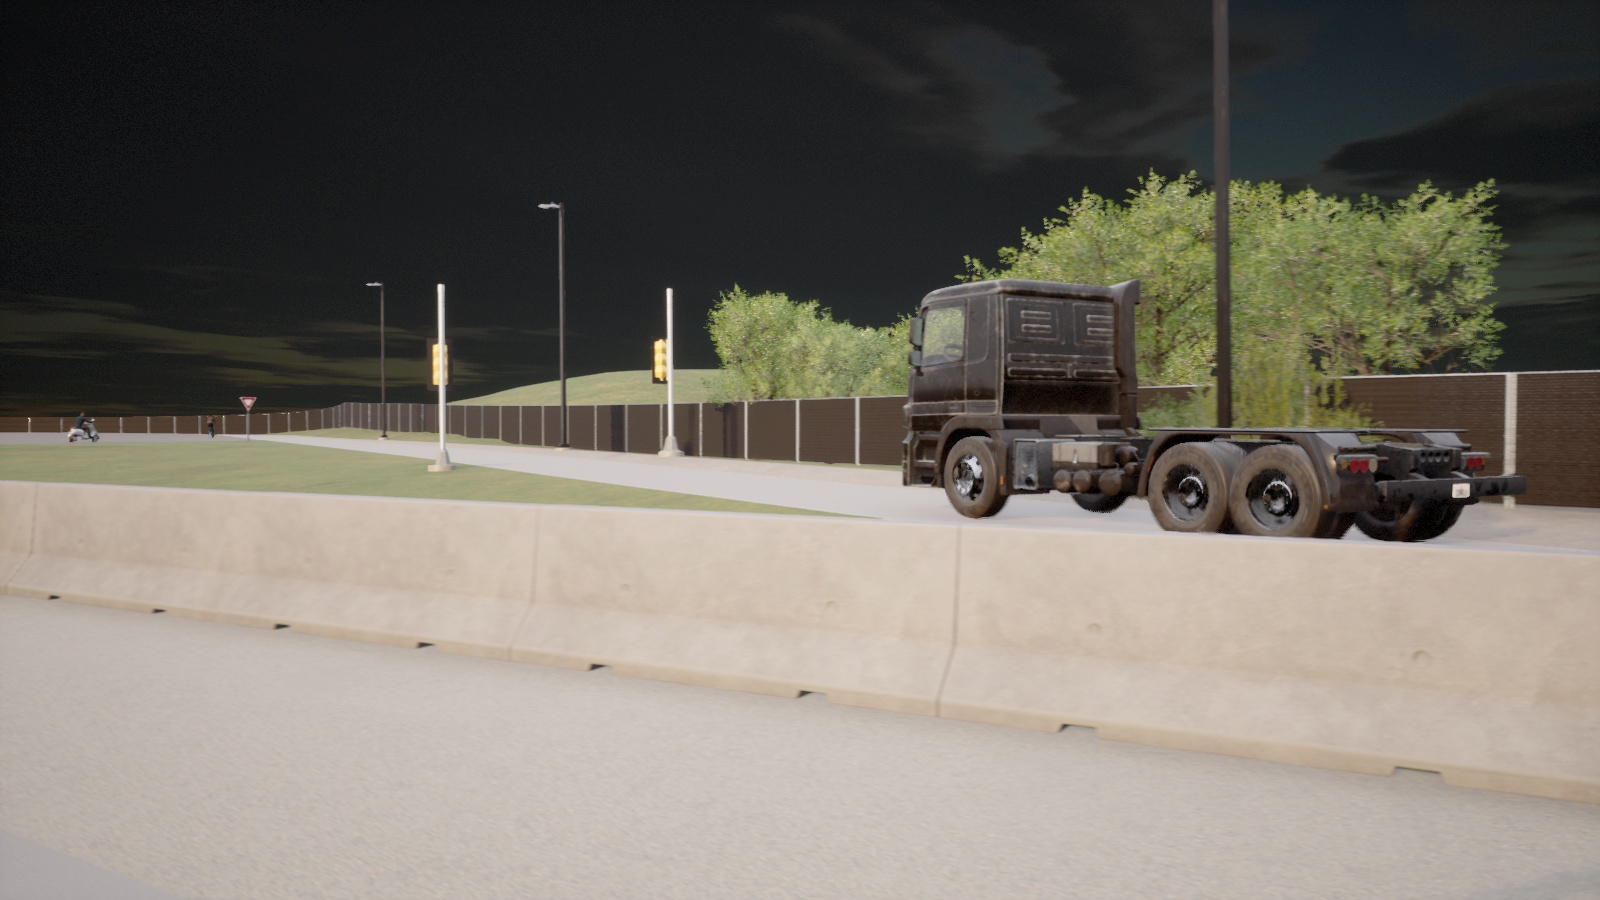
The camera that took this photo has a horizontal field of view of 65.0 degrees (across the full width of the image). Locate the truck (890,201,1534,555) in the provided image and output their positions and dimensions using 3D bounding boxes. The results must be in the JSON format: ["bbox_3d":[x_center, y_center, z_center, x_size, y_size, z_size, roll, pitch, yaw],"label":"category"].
[{"bbox_3d":[4.726,-0.796,16.394,2.891,3.462,7.936,-2,2,-32],"label":"truck"}]

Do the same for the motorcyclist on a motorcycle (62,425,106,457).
[{"bbox_3d":[-36.913,-0.488,64.783,0.866,1.590,1.817,-1,1,20],"label":"motorcyclist on a motorcycle"}]
